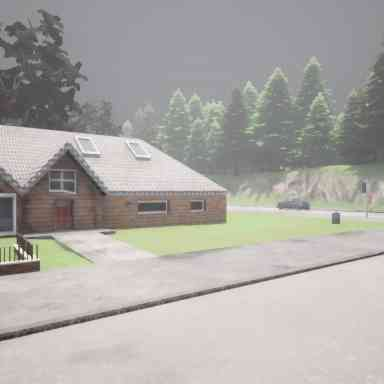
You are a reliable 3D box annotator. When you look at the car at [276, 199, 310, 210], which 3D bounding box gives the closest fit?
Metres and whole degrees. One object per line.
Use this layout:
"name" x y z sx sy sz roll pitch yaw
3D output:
"car" 12.820 1.564 42.247 1.994 1.385 4.181 0 0 -35
